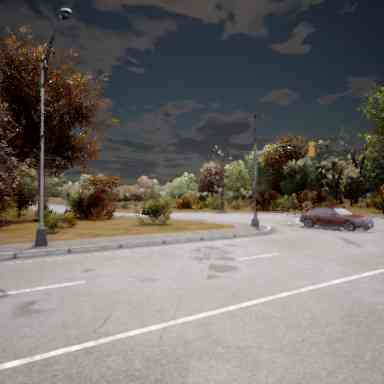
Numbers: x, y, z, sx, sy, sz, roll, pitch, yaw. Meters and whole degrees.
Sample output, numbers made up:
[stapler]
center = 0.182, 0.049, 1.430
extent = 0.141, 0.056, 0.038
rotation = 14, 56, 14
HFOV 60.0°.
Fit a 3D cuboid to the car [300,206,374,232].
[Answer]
[car]
center = 9.079, 1.665, 21.252
extent = 1.812, 1.442, 4.674
rotation = 0, 0, -32
